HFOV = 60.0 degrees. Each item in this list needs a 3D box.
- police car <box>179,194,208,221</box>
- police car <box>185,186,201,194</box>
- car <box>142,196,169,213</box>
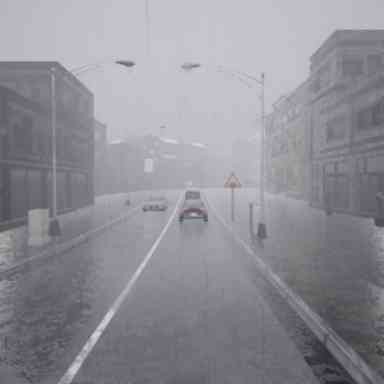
[{"bbox_3d":[0.100,1.191,24.046,2.038,1.542,4.974,0,2,0],"label":"police car"},{"bbox_3d":[0.093,0.038,42.397,1.930,1.638,5.238,0,4,0],"label":"police car"},{"bbox_3d":[-3.096,1.028,28.967,1.994,1.385,4.181,0,3,0],"label":"car"}]
